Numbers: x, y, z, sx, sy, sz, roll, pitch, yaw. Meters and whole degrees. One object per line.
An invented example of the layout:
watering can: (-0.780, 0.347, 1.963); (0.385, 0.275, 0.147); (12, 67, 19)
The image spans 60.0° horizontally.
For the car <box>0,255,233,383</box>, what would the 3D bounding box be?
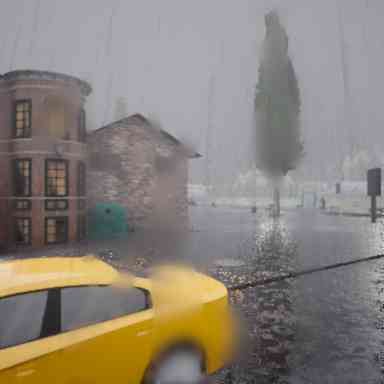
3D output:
car: (-1.848, 1.478, 3.282); (5.008, 1.535, 1.882); (0, 0, -35)

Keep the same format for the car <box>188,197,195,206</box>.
car: (-1.414, 1.598, 57.596); (1.837, 1.490, 4.892); (0, 0, -35)

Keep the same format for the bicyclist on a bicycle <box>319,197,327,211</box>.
bicyclist on a bicycle: (15.963, 1.455, 40.595); (1.656, 1.620, 0.582); (0, 0, -36)
